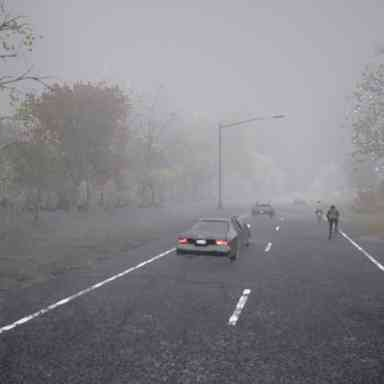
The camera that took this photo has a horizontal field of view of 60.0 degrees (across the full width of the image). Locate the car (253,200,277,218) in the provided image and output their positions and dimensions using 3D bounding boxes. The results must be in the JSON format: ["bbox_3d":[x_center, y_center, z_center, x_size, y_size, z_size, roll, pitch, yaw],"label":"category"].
[{"bbox_3d":[6.642,1.492,30.515,2.128,1.511,4.902,0,0,17],"label":"car"}]

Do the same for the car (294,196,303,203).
[{"bbox_3d":[22.689,1.533,70.821,1.812,1.442,4.674,0,0,17],"label":"car"}]

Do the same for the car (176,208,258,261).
[{"bbox_3d":[1.021,1.547,12.357,2.033,1.411,5.357,0,0,17],"label":"car"}]

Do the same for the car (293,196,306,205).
[{"bbox_3d":[19.236,1.570,59.344,1.994,1.385,4.181,0,0,17],"label":"car"}]

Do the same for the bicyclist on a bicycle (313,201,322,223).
[{"bbox_3d":[9.419,1.438,24.653,0.866,1.612,1.509,0,0,17],"label":"bicyclist on a bicycle"}]

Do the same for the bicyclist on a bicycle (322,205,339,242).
[{"bbox_3d":[6.527,1.454,15.384,0.582,1.620,1.656,0,0,17],"label":"bicyclist on a bicycle"}]
